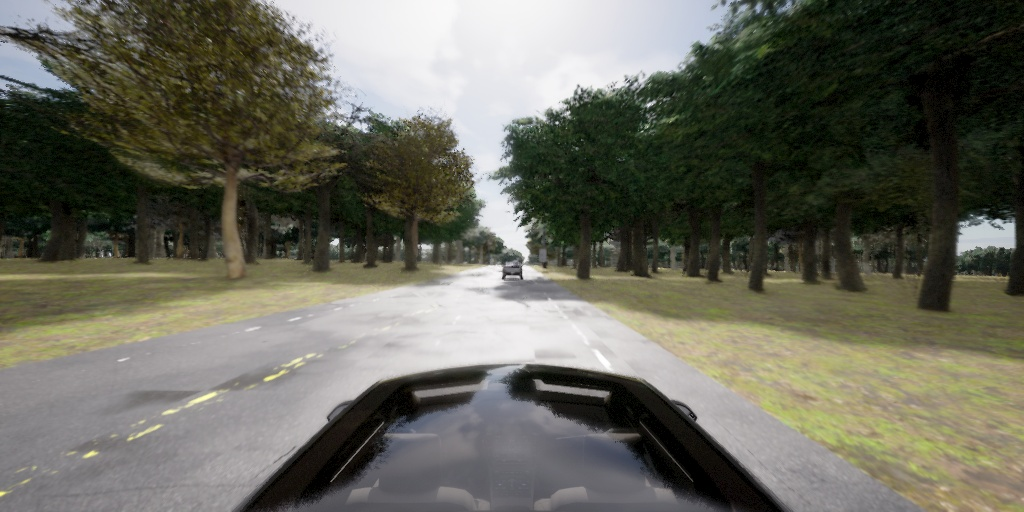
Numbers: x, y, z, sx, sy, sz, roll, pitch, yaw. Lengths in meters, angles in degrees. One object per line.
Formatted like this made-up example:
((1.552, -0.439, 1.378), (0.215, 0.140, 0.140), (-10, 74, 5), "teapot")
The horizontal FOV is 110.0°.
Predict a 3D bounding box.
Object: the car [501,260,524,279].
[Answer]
((0.059, 1.285, 33.562), (2.128, 1.511, 4.902), (0, 0, 0), "car")
